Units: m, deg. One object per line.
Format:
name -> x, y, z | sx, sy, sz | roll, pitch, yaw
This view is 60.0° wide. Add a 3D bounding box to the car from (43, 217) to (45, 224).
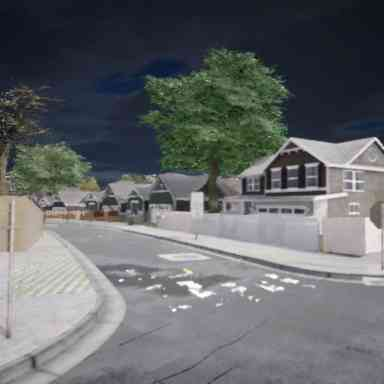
car -> -21.262, 3.510, 44.712 | 1.882, 1.535, 5.008 | 2, -4, -37
